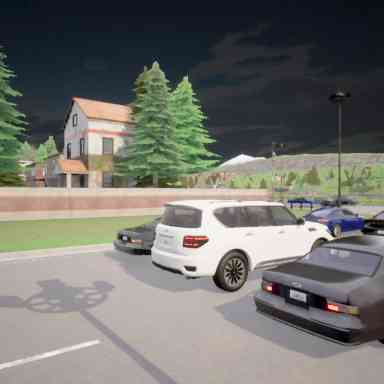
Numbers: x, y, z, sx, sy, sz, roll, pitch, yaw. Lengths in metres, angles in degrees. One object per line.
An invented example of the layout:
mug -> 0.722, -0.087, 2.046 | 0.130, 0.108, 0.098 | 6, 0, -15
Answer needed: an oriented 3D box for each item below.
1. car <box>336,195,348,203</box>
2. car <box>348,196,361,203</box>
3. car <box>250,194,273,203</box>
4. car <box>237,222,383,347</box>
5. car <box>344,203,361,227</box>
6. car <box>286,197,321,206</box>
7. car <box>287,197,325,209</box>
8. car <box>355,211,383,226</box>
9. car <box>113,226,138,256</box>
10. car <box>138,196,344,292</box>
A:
car -> 19.375, 1.547, 48.650 | 2.033, 1.411, 5.357 | 0, 0, -36
car -> 24.562, 1.354, 53.434 | 2.097, 1.767, 4.553 | 0, 0, -36
car -> 14.164, 1.350, 67.980 | 2.097, 1.767, 4.553 | 0, 0, -36
car -> 3.566, 1.547, 6.289 | 5.357, 1.411, 2.033 | 0, 0, -36
car -> 7.671, 1.526, 17.804 | 4.674, 1.442, 1.812 | 0, 0, -35
car -> 18.646, 1.547, 55.643 | 2.033, 1.411, 5.357 | 0, 0, -36
car -> 16.112, 1.478, 47.191 | 1.882, 1.535, 5.008 | 0, 0, -36
car -> 9.678, 1.478, 14.937 | 5.008, 1.535, 1.882 | 0, 0, -35
car -> -0.133, 1.547, 12.243 | 5.357, 1.411, 2.033 | 0, 0, -36
car -> 1.587, 1.221, 9.178 | 5.566, 2.045, 2.150 | 0, 0, -36
